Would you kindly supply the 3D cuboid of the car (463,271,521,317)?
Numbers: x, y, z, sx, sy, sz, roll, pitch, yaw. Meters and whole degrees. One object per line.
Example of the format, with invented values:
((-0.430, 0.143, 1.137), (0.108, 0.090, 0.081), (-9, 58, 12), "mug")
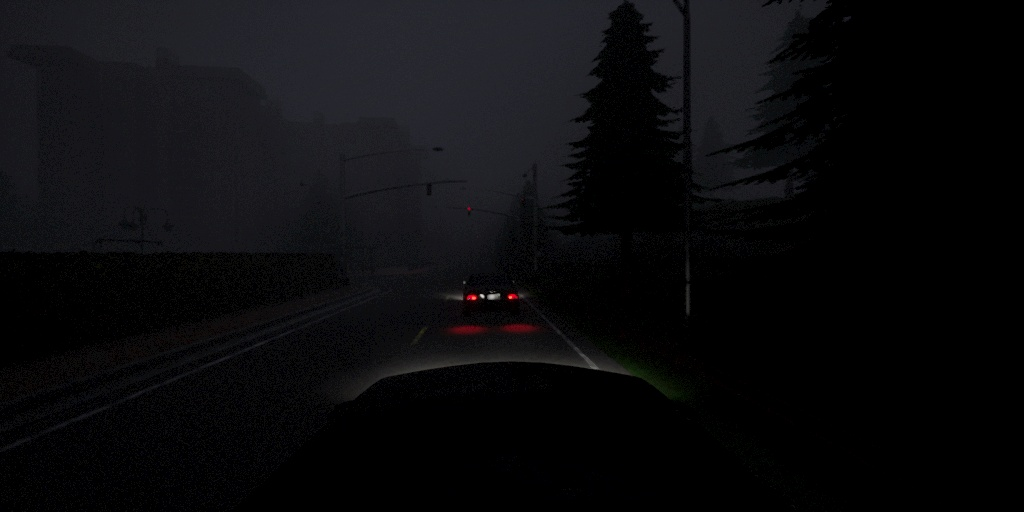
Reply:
((-0.804, 1.239, 13.018), (2.033, 1.411, 5.357), (0, 0, -5), "car")
